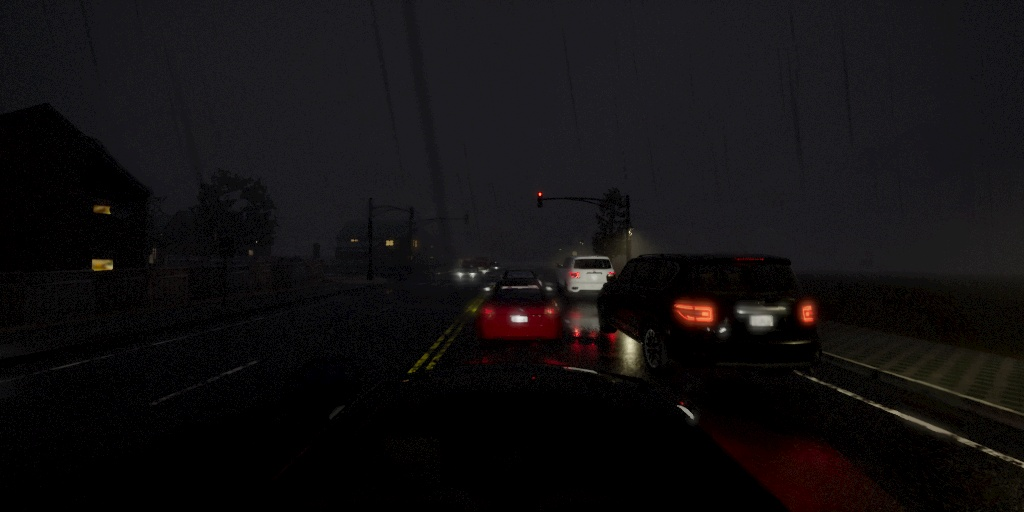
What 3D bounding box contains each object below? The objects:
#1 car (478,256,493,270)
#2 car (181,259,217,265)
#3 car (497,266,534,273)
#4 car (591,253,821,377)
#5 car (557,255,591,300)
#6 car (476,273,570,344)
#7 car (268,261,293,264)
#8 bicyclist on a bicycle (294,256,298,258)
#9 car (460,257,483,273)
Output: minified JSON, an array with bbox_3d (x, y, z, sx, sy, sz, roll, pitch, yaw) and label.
[{"bbox_3d":[-4.795,1.059,56.289,2.150,2.045,5.566,0,1,4],"label":"car"},{"bbox_3d":[-30.992,0.819,36.056,5.357,1.411,2.033,1,-1,16],"label":"car"},{"bbox_3d":[0.342,1.364,18.469,1.895,1.301,4.718,0,0,-3],"label":"car"},{"bbox_3d":[3.402,0.974,7.537,2.150,2.045,5.566,0,0,0],"label":"car"},{"bbox_3d":[3.554,0.983,17.896,2.150,2.045,5.566,0,0,1],"label":"car"},{"bbox_3d":[0.177,1.319,9.659,1.994,1.385,4.181,0,0,0],"label":"car"},{"bbox_3d":[-20.871,0.940,33.229,4.892,1.490,1.837,1,-1,16],"label":"car"},{"bbox_3d":[-24.187,0.781,40.246,0.582,1.620,1.656,1,-1,16],"label":"bicyclist on a bicycle"},{"bbox_3d":[-5.376,1.296,46.123,1.882,1.535,5.008,0,0,3],"label":"car"}]
